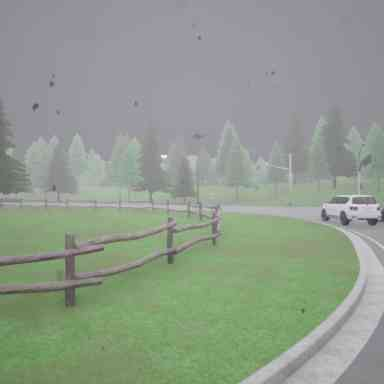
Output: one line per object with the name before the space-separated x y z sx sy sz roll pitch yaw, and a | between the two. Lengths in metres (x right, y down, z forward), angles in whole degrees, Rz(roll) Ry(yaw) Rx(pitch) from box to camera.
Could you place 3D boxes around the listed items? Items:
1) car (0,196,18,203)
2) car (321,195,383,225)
car | -37.175 1.523 67.038 4.674 1.442 1.812 0 0 21
car | 11.236 1.220 23.940 2.150 2.045 5.566 0 0 0
